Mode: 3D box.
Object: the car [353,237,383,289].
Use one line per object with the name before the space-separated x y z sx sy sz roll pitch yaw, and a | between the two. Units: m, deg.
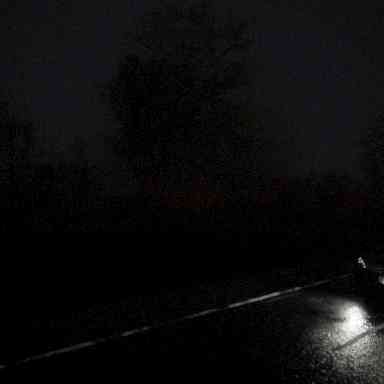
car | 5.813 1.536 8.027 4.674 1.442 1.812 0 0 -35
